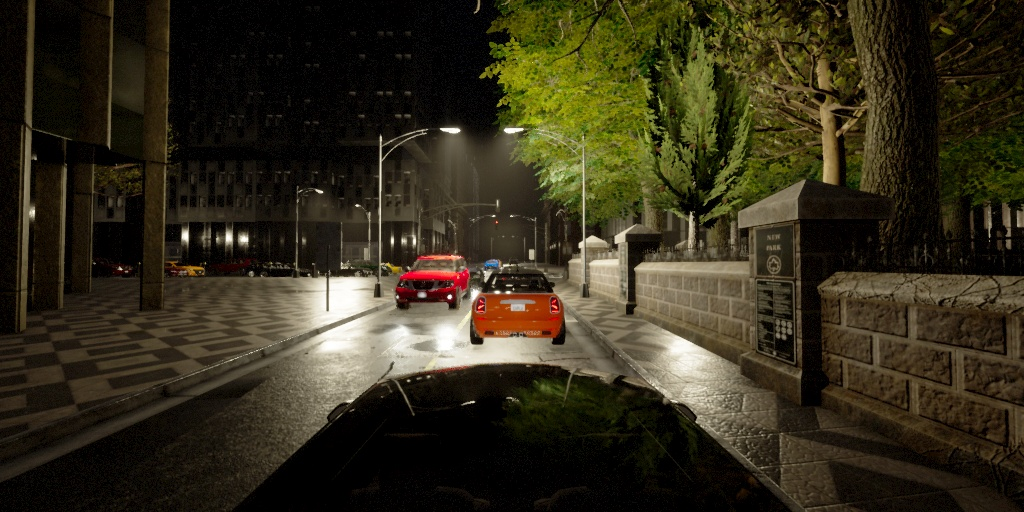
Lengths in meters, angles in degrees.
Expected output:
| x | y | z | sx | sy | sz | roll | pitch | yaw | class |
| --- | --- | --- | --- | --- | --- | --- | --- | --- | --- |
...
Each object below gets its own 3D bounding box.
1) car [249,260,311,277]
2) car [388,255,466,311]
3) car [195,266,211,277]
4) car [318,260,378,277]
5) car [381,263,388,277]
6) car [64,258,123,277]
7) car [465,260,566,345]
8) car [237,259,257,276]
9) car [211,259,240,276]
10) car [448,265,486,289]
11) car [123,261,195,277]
| x | y | z | sx | sy | sz | roll | pitch | yaw | class |
| --- | --- | --- | --- | --- | --- | --- | --- | --- | --- |
| -20.023 | 1.289 | 31.508 | 4.313 | 1.339 | 1.948 | 0 | 0 | 1 | car |
| -3.045 | 0.981 | 14.957 | 2.150 | 2.045 | 5.566 | 0 | 0 | 0 | car |
| -32.331 | 1.275 | 34.317 | 5.008 | 1.535 | 1.882 | 0 | -1 | 0 | car |
| -14.511 | 1.267 | 31.453 | 4.403 | 1.370 | 2.007 | 0 | 0 | 1 | car |
| -13.742 | 1.125 | 34.126 | 4.553 | 1.767 | 2.097 | 0 | -1 | 0 | car |
| -36.562 | 1.061 | 31.672 | 5.009 | 1.841 | 2.192 | 0 | 0 | 1 | car |
| 0.128 | 1.107 | 9.678 | 2.097 | 1.767 | 4.553 | 0 | 0 | 0 | car |
| -22.826 | 1.289 | 34.215 | 4.892 | 1.490 | 1.837 | 0 | -1 | 1 | car |
| -30.972 | 1.236 | 40.140 | 5.009 | 1.841 | 2.192 | 0 | 0 | 1 | car |
| -2.906 | 1.345 | 24.069 | 1.994 | 1.385 | 4.181 | 0 | 0 | 0 | car |
| -31.049 | 1.320 | 31.617 | 4.207 | 1.307 | 1.802 | 0 | 0 | 1 | car |
